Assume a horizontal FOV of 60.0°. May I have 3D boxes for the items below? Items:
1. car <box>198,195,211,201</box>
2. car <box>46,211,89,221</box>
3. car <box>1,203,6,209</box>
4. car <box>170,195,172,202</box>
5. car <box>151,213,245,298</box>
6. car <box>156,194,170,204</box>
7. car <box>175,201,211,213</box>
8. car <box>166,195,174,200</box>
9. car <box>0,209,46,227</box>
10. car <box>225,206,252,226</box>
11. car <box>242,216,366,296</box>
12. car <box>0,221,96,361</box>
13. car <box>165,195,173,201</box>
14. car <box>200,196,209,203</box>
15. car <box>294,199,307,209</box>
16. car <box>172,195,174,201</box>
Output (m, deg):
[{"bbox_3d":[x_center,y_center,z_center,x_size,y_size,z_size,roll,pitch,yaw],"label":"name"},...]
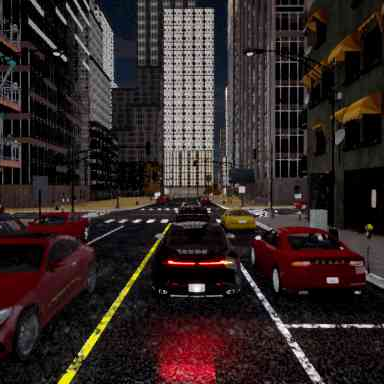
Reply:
[{"bbox_3d":[2.567,1.436,63.121,1.967,1.590,4.097,-1,0,0],"label":"car"},{"bbox_3d":[-5.724,1.543,14.071,1.887,1.381,4.507,-1,0,0],"label":"car"},{"bbox_3d":[-23.916,1.745,38.348,4.097,1.590,1.967,-1,1,-1],"label":"car"},{"bbox_3d":[-5.824,1.311,68.667,2.192,1.841,5.009,-1,0,0],"label":"car"},{"bbox_3d":[0.083,1.503,8.478,1.837,1.490,4.892,0,0,0],"label":"car"},{"bbox_3d":[-5.812,1.541,63.107,1.887,1.381,4.507,-1,0,0],"label":"car"},{"bbox_3d":[0.063,1.475,18.751,1.882,1.535,5.008,0,0,0],"label":"car"},{"bbox_3d":[-5.862,1.543,90.904,1.887,1.381,4.507,-1,0,0],"label":"car"},{"bbox_3d":[-5.715,1.439,8.547,1.967,1.590,4.097,-1,0,0],"label":"car"},{"bbox_3d":[2.646,1.522,19.765,1.752,1.417,4.829,-1,0,0],"label":"car"},{"bbox_3d":[2.667,1.543,8.548,1.887,1.381,4.507,-1,0,0],"label":"car"},{"bbox_3d":[-3.104,1.524,6.051,1.812,1.442,4.674,0,0,0],"label":"car"},{"bbox_3d":[-5.852,1.523,85.175,1.752,1.417,4.829,-1,0,0],"label":"car"},{"bbox_3d":[2.558,1.522,68.851,1.752,1.417,4.829,-1,0,0],"label":"car"},{"bbox_3d":[14.182,1.255,38.741,4.507,1.381,1.887,-1,1,-1],"label":"car"},{"bbox_3d":[-5.834,1.312,74.227,2.192,1.841,5.009,-1,0,0],"label":"car"}]
